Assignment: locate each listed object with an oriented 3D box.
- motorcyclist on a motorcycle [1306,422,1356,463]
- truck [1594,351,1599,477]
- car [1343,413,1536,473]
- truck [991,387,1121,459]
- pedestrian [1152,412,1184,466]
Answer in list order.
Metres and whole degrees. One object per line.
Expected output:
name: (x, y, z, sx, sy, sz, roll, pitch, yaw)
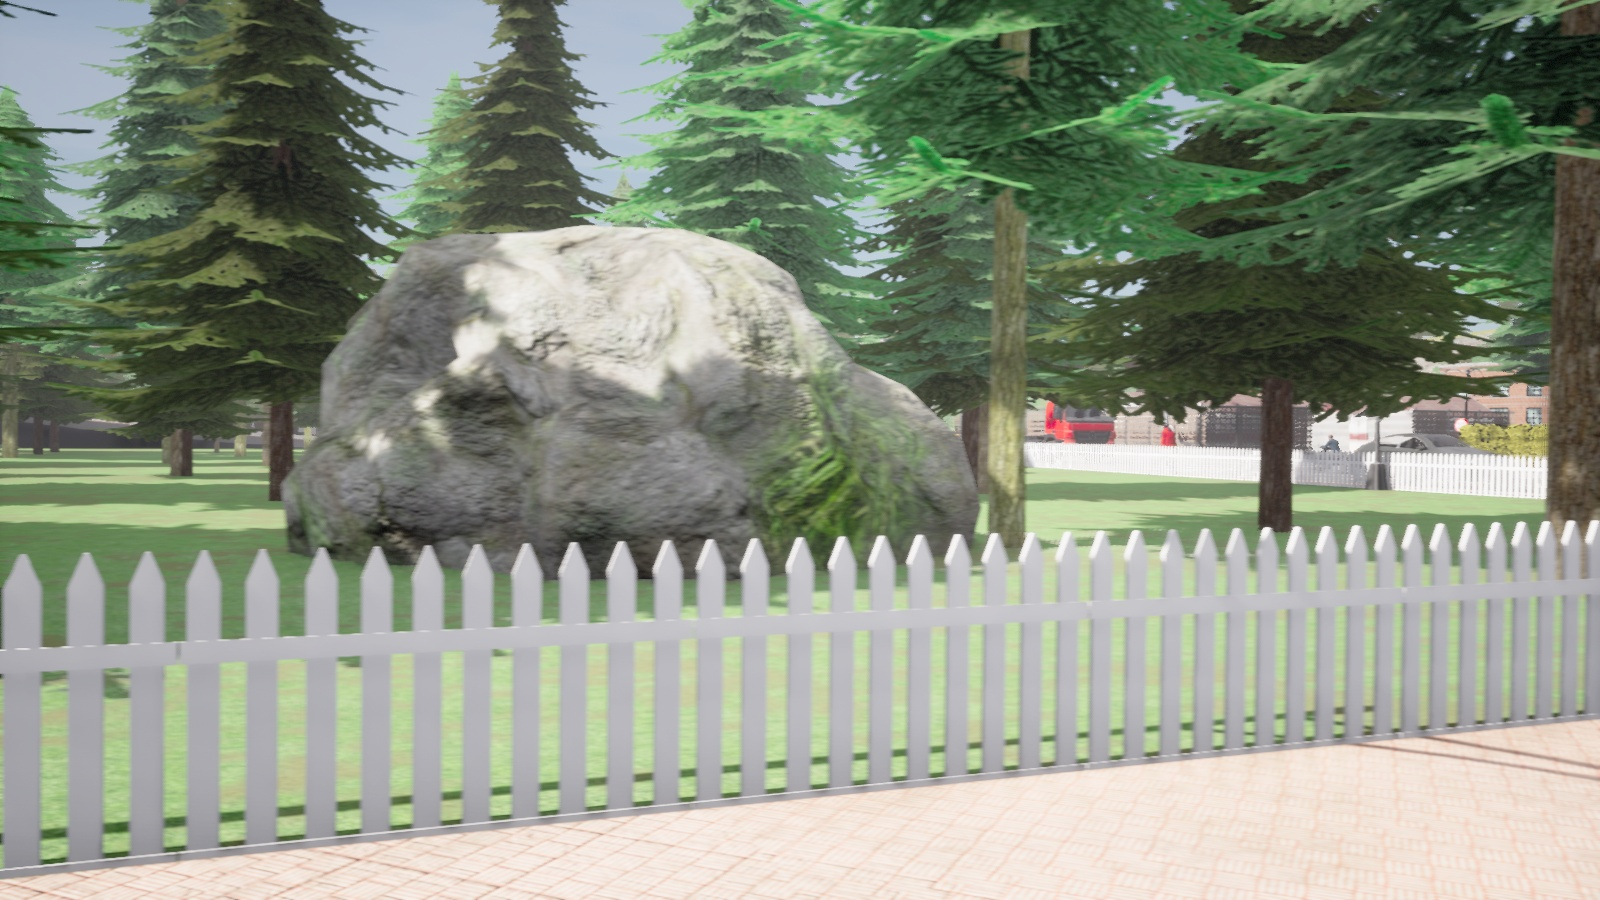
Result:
motorcyclist on a motorcycle: (21.518, -0.310, 50.932, 0.866, 1.590, 1.817, -1, 1, -19)
truck: (24.632, -0.963, 31.468, 2.891, 3.462, 7.936, -1, 1, -19)
car: (18.867, -0.235, 37.353, 2.152, 1.651, 5.027, -1, 1, -19)
truck: (12.991, -1.376, 64.598, 2.891, 3.462, 7.936, -1, 1, -19)
pedestrian: (12.596, -0.380, 43.048, 0.634, 1.844, 0.899, -1, 1, -19)
